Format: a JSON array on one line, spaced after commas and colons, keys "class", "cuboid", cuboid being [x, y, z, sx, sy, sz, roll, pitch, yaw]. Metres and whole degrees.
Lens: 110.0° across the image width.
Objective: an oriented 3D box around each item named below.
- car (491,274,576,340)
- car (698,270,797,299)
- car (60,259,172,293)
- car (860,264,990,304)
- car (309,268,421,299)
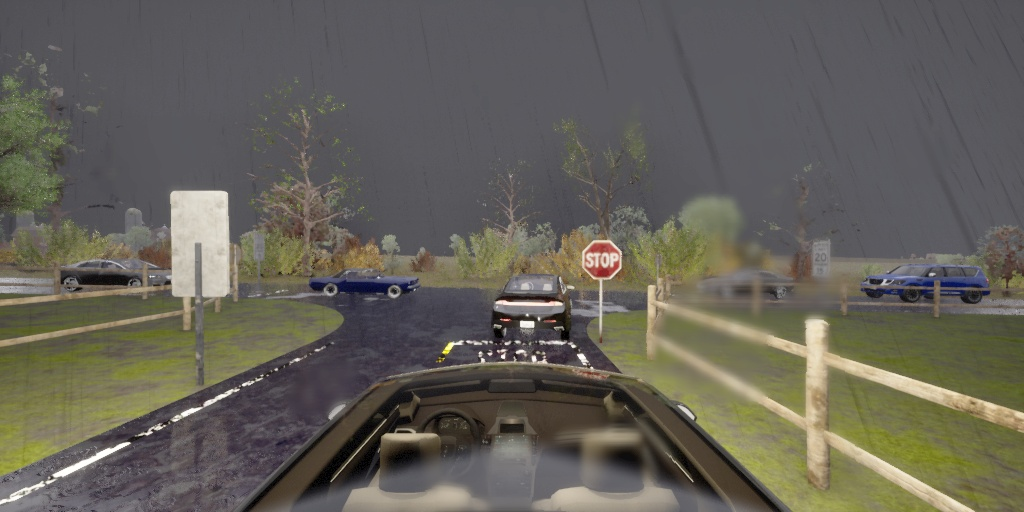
[{"class": "car", "cuboid": [0.706, 1.240, 10.016, 2.128, 1.511, 4.902, 0, 0, 9]}, {"class": "car", "cuboid": [13.003, 1.525, 19.975, 4.902, 1.511, 2.128, 1, 1, 0]}, {"class": "car", "cuboid": [-18.491, 0.885, 17.062, 4.902, 1.511, 2.128, 1, 1, 0]}, {"class": "car", "cuboid": [22.898, 1.466, 19.965, 5.566, 2.045, 2.150, 1, 1, 0]}, {"class": "car", "cuboid": [-6.823, 1.248, 17.047, 4.718, 1.301, 1.895, 1, 1, 0]}]
